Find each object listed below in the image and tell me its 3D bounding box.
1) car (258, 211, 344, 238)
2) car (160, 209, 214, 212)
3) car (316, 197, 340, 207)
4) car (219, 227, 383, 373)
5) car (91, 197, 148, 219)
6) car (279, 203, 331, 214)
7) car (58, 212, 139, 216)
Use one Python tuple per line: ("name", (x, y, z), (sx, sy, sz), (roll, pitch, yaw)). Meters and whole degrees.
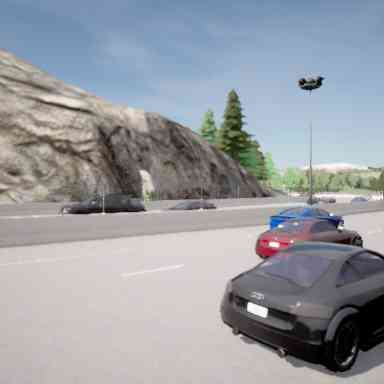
("car", (4.092, 1.578, 11.413), (4.181, 1.385, 1.994), (0, 0, -38))
("car", (-0.241, 1.519, 26.200), (5.008, 1.535, 1.882), (0, 0, -40))
("car", (21.898, 1.551, 53.566), (2.128, 1.511, 4.902), (0, 0, 40))
("car", (2.488, 1.571, 5.734), (4.181, 1.385, 1.994), (0, 0, -37))
("car", (-6.495, 1.407, 30.102), (4.553, 1.767, 2.097), (0, 0, -40))
("car", (6.178, 1.499, 17.629), (5.008, 1.535, 1.882), (0, 0, -40))
("car", (-7.061, 1.268, 25.112), (5.566, 2.045, 2.150), (0, 0, -38))
